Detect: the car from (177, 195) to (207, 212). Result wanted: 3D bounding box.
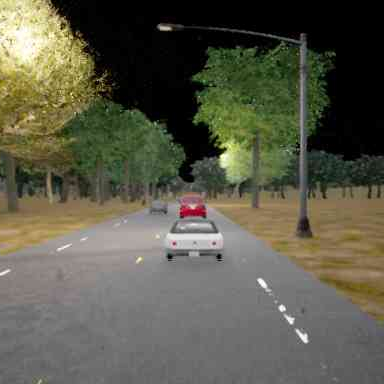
[{"bbox_3d":[0.082,1.328,28.294,2.150,2.045,5.566,0,0,0],"label":"car"}]

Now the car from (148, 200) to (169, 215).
[{"bbox_3d":[-3.610,1.656,36.757,1.837,1.490,4.892,0,0,0],"label":"car"}]

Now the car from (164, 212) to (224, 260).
[{"bbox_3d":[0.086,1.629,12.469,1.895,1.301,4.718,0,0,0],"label":"car"}]

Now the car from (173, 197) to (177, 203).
[{"bbox_3d":[-3.533,1.825,77.586,1.895,1.301,4.718,0,0,0],"label":"car"}]
